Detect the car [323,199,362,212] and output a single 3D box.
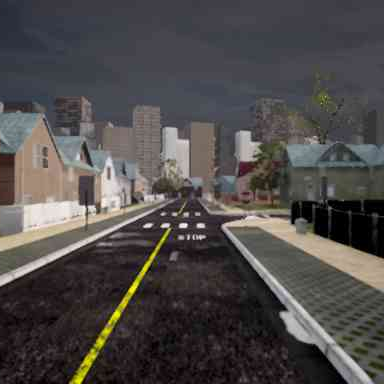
[{"bbox_3d":[11.501,1.294,26.815,5.357,1.411,2.033,-1,0,1],"label":"car"}]
